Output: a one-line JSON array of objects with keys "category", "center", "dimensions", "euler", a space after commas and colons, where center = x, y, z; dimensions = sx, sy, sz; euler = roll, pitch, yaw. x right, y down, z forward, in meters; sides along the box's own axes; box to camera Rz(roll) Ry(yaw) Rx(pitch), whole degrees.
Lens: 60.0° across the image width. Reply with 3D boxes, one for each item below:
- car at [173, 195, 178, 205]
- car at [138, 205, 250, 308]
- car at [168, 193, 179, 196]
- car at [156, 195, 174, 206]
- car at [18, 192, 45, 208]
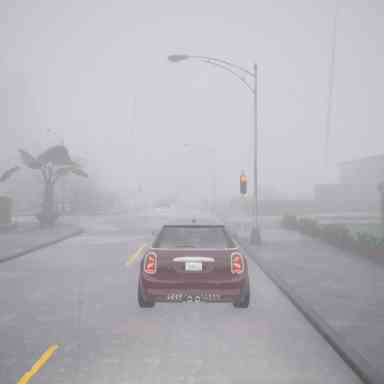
[{"category": "car", "center": [-4.022, 1.601, 57.801], "dimensions": [1.895, 1.301, 4.718], "euler": [0, 0, 0]}, {"category": "car", "center": [0.052, 1.352, 8.086], "dimensions": [2.097, 1.767, 4.553], "euler": [0, 0, 1]}, {"category": "car", "center": [-3.943, 1.221, 68.195], "dimensions": [2.150, 2.045, 5.566], "euler": [0, 0, 1]}, {"category": "car", "center": [-4.052, 1.564, 47.899], "dimensions": [1.994, 1.385, 4.181], "euler": [0, 0, 0]}, {"category": "car", "center": [-19.721, 0.985, 41.964], "dimensions": [1.905, 1.878, 3.866], "euler": [0, 0, 35]}]
